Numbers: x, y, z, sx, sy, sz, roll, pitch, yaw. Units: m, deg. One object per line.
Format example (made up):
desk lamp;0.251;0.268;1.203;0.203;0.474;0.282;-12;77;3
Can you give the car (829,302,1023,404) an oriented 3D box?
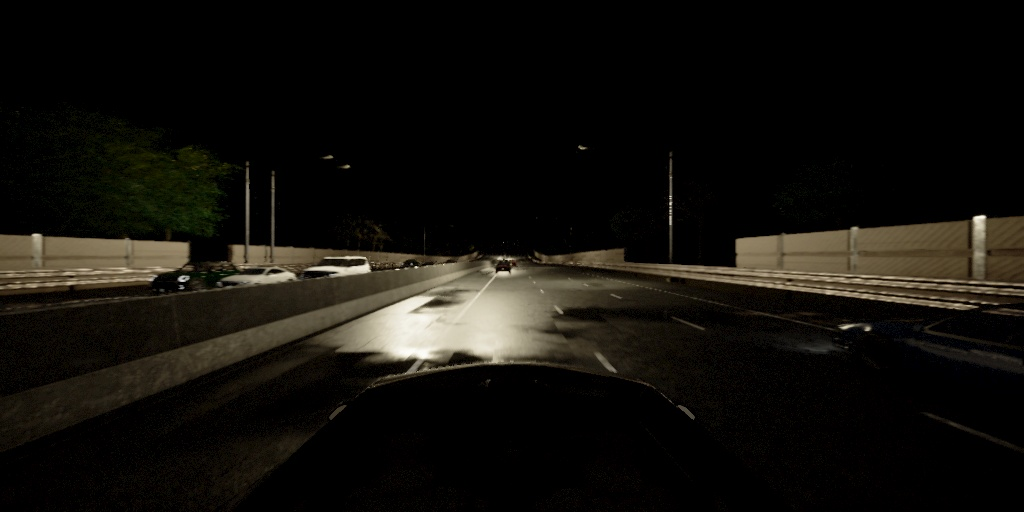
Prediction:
car;7.099;1.300;4.457;2.033;1.411;5.357;0;0;0

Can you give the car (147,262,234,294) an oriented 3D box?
car;-17.586;1.139;20.259;2.097;1.767;4.553;0;0;0

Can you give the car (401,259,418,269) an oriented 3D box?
car;-17.522;1.382;61.911;2.097;1.767;4.553;0;-1;1

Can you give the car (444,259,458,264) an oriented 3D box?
car;-10.520;1.394;62.013;2.097;1.767;4.553;0;-1;0

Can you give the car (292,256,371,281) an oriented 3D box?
car;-10.590;1.019;22.046;2.150;2.045;5.566;0;-1;0

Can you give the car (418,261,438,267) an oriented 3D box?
car;-14.013;1.581;61.856;2.033;1.411;5.357;0;-1;0

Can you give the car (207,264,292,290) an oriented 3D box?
car;-14.088;1.314;20.108;1.812;1.442;4.674;0;0;0

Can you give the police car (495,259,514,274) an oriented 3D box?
police car;-1.052;1.316;43.957;1.930;1.638;5.238;0;0;0
